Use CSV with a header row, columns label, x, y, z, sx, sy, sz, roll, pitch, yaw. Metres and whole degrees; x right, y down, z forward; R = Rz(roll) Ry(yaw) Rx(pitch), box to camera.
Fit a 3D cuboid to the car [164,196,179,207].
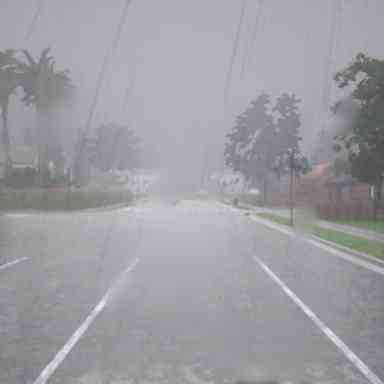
label,x,y,z,sx,sy,sz,roll,pitch,yaw
car,-3.571,1.629,54.957,1.812,1.442,4.674,0,0,1
